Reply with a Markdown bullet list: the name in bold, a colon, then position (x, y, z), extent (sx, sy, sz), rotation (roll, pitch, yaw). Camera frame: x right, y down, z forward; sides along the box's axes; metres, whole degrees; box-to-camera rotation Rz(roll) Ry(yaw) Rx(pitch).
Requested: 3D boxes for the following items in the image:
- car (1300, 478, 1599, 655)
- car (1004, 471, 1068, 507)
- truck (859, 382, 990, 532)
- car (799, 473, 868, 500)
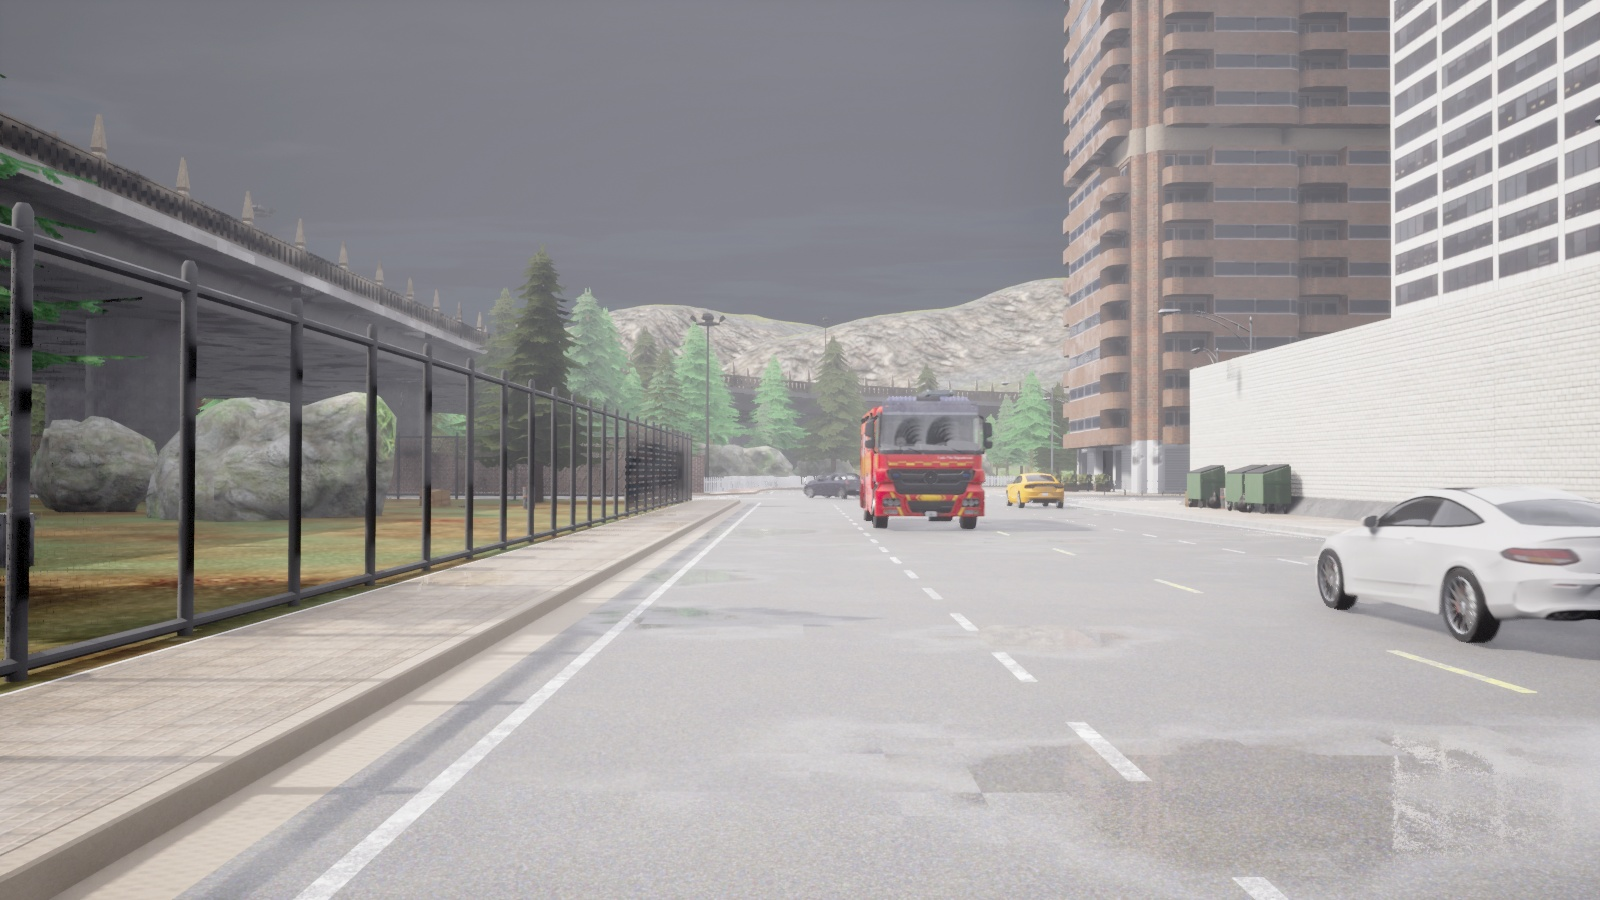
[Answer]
- **car**: position (6.963, 1.028, 12.854), extent (1.812, 1.442, 4.674), rotation (0, -1, 0)
- **car**: position (10.344, 1.679, 55.419), extent (1.882, 1.535, 5.008), rotation (0, -1, 0)
- **truck**: position (3.391, 0.247, 36.431), extent (2.891, 3.827, 8.468), rotation (0, -1, 0)
- **car**: position (1.891, 2.049, 71.521), extent (3.633, 1.501, 1.845), rotation (-1, -1, 44)
